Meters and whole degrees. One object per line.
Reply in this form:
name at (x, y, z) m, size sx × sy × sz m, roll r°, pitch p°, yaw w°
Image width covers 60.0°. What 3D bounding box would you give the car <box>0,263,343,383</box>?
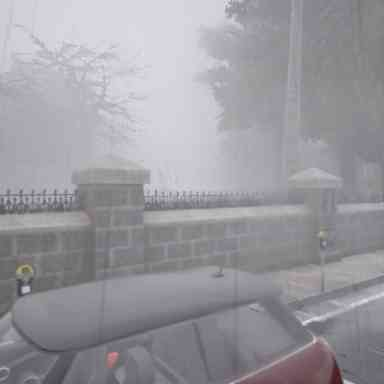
car at (-0.796, 1.441, 2.245) m, size 4.097 × 1.590 × 1.967 m, roll 0°, pitch 0°, yaw -35°
